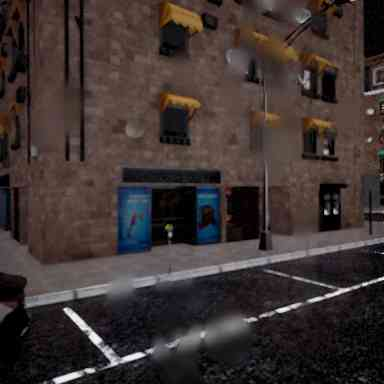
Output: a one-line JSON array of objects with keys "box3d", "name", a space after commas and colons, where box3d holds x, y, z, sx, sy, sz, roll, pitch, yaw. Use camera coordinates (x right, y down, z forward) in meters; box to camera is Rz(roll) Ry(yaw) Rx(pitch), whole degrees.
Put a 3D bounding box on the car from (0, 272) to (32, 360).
[{"box3d": [-4.122, 1.566, 3.625, 4.313, 1.339, 1.947, 0, 0, -36], "name": "car"}]
